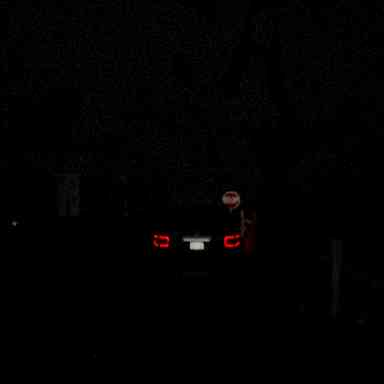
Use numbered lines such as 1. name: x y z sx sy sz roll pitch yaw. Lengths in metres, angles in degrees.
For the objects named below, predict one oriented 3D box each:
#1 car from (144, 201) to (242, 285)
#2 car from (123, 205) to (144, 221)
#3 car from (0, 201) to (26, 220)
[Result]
1. car: 0.107 1.261 9.808 2.150 2.045 5.566 0 0 0
2. car: -3.447 1.665 25.392 1.895 1.301 4.718 2 -1 -39
3. car: -15.595 1.319 25.926 5.008 1.535 1.882 1 -1 0
